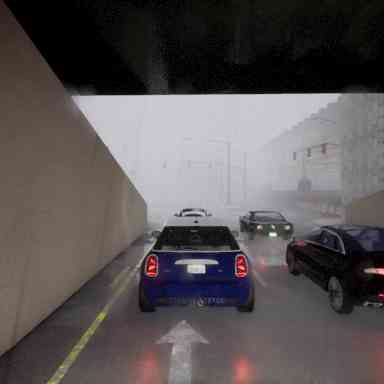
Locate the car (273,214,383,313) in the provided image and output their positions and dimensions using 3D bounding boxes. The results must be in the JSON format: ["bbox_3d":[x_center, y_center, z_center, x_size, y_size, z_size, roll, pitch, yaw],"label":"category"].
[{"bbox_3d":[3.582,1.491,7.616,2.128,1.511,4.902,0,0,0],"label":"car"}]

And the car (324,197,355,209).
[{"bbox_3d":[17.548,1.292,39.367,1.853,1.218,4.536,0,0,45],"label":"car"}]

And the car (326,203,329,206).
[{"bbox_3d":[17.512,1.450,39.330,2.038,1.542,4.974,0,0,45],"label":"car"}]

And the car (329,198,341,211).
[{"bbox_3d":[17.410,1.450,34.723,2.038,1.542,4.974,0,0,-35],"label":"car"}]

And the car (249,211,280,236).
[{"bbox_3d":[3.589,1.600,16.942,1.895,1.301,4.718,0,0,0],"label":"car"}]

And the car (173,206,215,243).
[{"bbox_3d":[0.067,1.525,16.934,1.812,1.442,4.674,0,0,0],"label":"car"}]

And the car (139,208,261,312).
[{"bbox_3d":[0.083,1.351,7.882,2.097,1.767,4.553,0,0,0],"label":"car"}]
